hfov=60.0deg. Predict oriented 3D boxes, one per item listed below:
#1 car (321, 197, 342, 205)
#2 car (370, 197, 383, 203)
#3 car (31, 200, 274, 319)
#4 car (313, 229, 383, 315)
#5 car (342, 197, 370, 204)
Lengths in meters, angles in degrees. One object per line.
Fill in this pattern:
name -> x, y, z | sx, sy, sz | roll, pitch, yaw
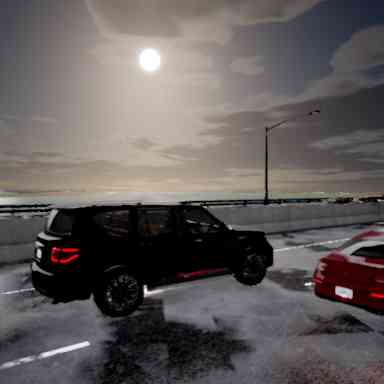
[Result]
car -> 18.607, 1.343, 42.681 | 4.902, 1.511, 2.128 | 0, 0, -34
car -> 21.794, 1.418, 36.384 | 4.181, 1.385, 1.994 | 0, 0, -35
car -> -0.597, 1.207, 7.614 | 5.566, 2.045, 2.150 | 0, 0, -35
car -> 4.412, 1.498, 6.877 | 4.674, 1.442, 1.812 | 0, 0, -35
car -> 20.383, 1.357, 39.659 | 4.892, 1.490, 1.837 | 0, 0, -34
